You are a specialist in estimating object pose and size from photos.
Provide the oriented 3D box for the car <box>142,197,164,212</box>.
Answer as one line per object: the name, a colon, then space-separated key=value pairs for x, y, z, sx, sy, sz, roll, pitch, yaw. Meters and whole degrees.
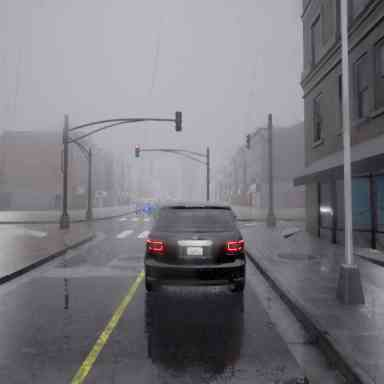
car: x=-5.208 y=1.697 z=45.080 sx=2.192 sy=1.841 sz=5.009 roll=2 pitch=-1 yaw=0

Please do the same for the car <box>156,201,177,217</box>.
car: x=-2.621 y=1.739 z=34.857 sx=1.837 sy=1.490 sz=4.892 roll=0 pitch=-1 yaw=0

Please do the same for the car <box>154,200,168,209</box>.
car: x=-5.193 y=2.125 z=55.654 sx=1.887 sy=1.381 sz=4.507 roll=2 pitch=-1 yaw=0

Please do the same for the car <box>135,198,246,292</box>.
car: x=0.085 y=1.194 z=8.991 sx=2.150 sy=2.045 sz=5.566 roll=0 pitch=0 yaw=1

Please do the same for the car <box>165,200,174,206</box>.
car: x=-5.151 y=2.567 z=76.811 sx=1.887 sy=1.381 sz=4.507 roll=1 pitch=-1 yaw=0

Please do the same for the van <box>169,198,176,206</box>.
van: x=-5.125 y=2.605 z=87.394 sx=1.690 sy=1.788 sz=3.998 roll=1 pitch=-1 yaw=0

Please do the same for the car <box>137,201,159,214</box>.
car: x=-5.225 y=1.844 z=40.091 sx=2.008 sy=1.369 sz=4.403 roll=2 pitch=-1 yaw=0
